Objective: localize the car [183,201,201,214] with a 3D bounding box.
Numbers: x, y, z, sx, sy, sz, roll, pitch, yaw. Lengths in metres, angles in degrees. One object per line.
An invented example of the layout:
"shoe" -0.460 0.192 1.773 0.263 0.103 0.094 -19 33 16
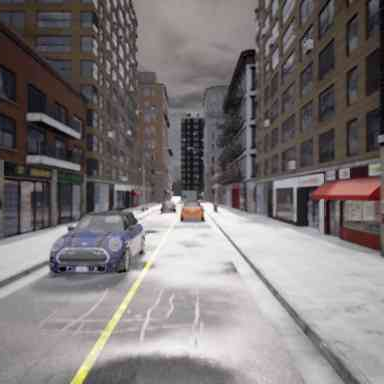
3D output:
"car" -0.007 1.872 41.114 2.033 1.411 5.357 0 0 0

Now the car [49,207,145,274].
"car" -2.865 1.445 10.962 2.097 1.767 4.553 0 0 1

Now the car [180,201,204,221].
"car" 0.033 1.597 30.381 2.097 1.767 4.553 0 0 0

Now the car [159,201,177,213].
"car" -2.919 1.855 41.810 1.812 1.442 4.674 0 0 0
